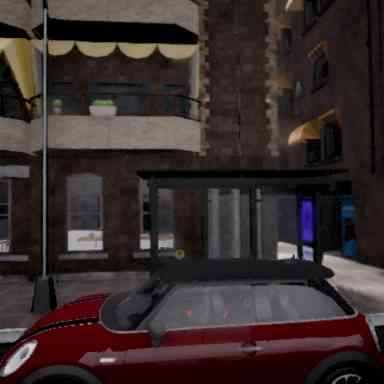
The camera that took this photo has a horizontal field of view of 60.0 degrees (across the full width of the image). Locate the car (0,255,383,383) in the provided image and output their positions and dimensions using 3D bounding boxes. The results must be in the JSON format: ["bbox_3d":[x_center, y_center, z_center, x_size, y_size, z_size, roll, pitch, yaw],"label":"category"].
[{"bbox_3d":[-0.038,1.584,3.995,4.097,1.590,1.967,0,-2,-5],"label":"car"}]
